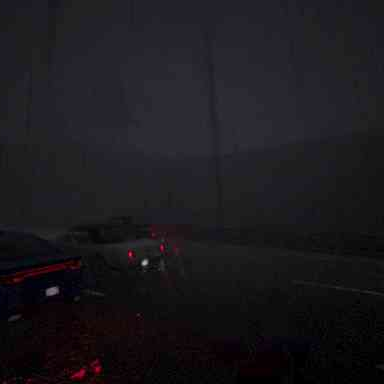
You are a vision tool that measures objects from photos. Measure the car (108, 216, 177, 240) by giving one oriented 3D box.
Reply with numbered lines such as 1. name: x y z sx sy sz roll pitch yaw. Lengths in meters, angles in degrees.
1. car: -3.064 1.691 14.487 4.718 1.301 1.895 -1 0 32

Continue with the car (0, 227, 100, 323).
1. car: -4.425 1.542 6.993 5.008 1.535 1.882 0 0 34

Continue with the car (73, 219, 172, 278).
1. car: -3.154 1.672 10.376 4.718 1.301 1.895 -1 0 33
